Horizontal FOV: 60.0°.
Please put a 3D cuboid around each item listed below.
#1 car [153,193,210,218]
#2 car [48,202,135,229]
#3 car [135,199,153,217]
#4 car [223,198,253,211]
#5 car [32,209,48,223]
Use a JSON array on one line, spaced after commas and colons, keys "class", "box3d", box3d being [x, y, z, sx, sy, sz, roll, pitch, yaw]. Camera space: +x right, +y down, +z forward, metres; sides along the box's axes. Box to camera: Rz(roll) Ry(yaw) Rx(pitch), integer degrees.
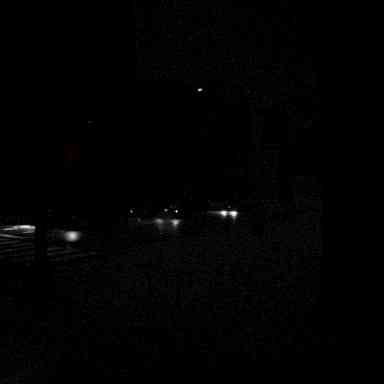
[{"class": "car", "box3d": [-0.553, 1.121, 29.536, 2.150, 2.045, 5.566, 0, 0, 35]}, {"class": "car", "box3d": [-6.300, 1.419, 21.431, 1.882, 1.535, 5.008, 0, 0, 34]}, {"class": "car", "box3d": [-3.785, 1.402, 30.587, 2.128, 1.511, 4.902, 0, 0, 35]}, {"class": "car", "box3d": [5.216, 1.421, 37.639, 1.994, 1.385, 4.181, 0, 0, 36]}, {"class": "car", "box3d": [-8.902, 1.511, 23.368, 1.994, 1.385, 4.181, 0, 0, 35]}]
